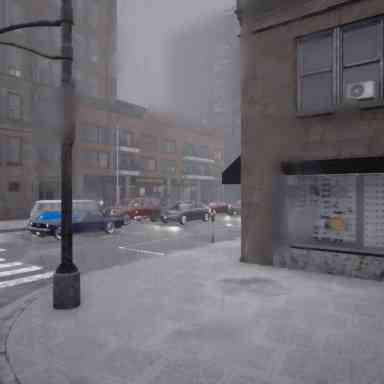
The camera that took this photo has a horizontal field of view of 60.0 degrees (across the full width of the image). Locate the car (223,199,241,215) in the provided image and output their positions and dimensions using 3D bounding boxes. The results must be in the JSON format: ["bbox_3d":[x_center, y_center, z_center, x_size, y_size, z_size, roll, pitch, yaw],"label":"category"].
[{"bbox_3d":[5.354,1.383,32.836,2.097,1.767,4.553,0,0,36],"label":"car"}]

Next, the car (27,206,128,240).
[{"bbox_3d":[-5.889,1.617,17.332,1.895,1.301,4.718,0,0,37],"label":"car"}]

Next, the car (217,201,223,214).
[{"bbox_3d":[2.307,1.575,33.343,1.887,1.381,4.507,0,0,36],"label":"car"}]

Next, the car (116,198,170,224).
[{"bbox_3d":[-4.248,1.337,24.272,2.192,1.841,5.009,0,0,36],"label":"car"}]

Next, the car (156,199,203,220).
[{"bbox_3d":[-0.971,1.466,28.808,1.967,1.590,4.097,0,0,36],"label":"car"}]

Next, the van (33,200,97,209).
[{"bbox_3d":[-7.526,1.358,19.736,1.690,1.788,3.998,0,0,36],"label":"van"}]

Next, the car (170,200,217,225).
[{"bbox_3d":[-0.418,1.529,24.862,1.837,1.490,4.892,0,0,36],"label":"car"}]
